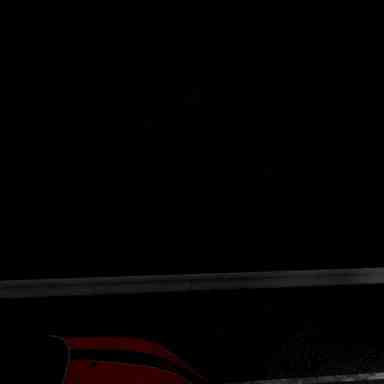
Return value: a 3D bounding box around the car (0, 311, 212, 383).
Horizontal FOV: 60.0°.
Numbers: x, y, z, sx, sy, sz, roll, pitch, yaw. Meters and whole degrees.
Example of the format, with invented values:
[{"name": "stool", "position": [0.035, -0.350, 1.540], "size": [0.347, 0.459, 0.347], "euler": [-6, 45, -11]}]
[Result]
[{"name": "car", "position": [-1.869, 1.352, 1.646], "size": [4.553, 1.767, 2.097], "euler": [0, 0, -6]}]
